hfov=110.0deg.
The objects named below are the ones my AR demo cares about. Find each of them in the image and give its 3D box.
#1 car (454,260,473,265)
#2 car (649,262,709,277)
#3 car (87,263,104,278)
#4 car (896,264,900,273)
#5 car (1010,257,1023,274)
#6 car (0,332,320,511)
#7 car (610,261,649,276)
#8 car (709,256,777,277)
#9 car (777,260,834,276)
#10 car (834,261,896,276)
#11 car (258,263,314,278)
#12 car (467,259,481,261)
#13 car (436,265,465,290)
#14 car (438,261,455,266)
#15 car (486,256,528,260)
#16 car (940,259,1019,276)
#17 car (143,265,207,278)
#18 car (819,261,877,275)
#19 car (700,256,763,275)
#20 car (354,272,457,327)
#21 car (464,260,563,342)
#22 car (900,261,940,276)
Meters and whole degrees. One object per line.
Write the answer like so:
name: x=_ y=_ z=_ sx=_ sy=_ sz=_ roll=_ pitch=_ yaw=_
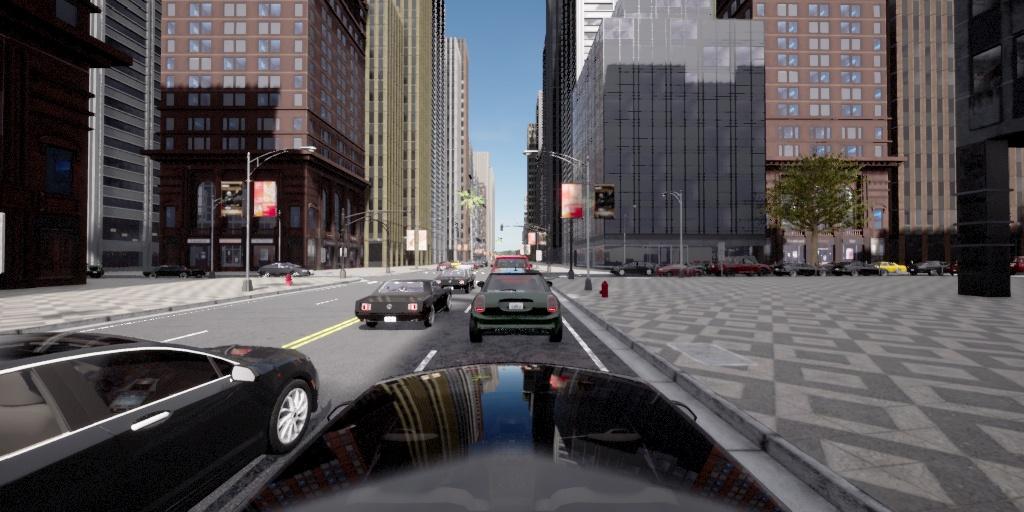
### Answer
car: x=-6.697 y=1.569 z=51.860 sx=1.895 sy=1.301 sz=4.718 roll=0 pitch=0 yaw=0
car: x=15.254 y=1.327 z=32.915 sx=4.207 sy=1.307 sz=1.802 roll=0 pitch=0 yaw=-1
car: x=-43.300 y=1.241 z=34.855 sx=5.566 sy=2.045 sz=2.150 roll=0 pitch=-1 yaw=0
car: x=43.129 y=1.296 z=41.929 sx=4.829 sy=1.417 sz=1.751 roll=0 pitch=0 yaw=-1
car: x=49.080 y=0.973 z=33.508 sx=5.009 sy=1.841 sz=2.192 roll=0 pitch=0 yaw=-1
car: x=-3.151 y=1.255 z=2.224 sx=1.837 sy=1.490 sz=4.892 roll=0 pitch=0 yaw=0
car: x=13.031 y=1.326 z=38.652 sx=4.892 sy=1.490 sz=1.837 roll=0 pitch=-1 yaw=-1
car: x=20.892 y=1.041 z=33.014 sx=5.009 sy=1.841 sz=2.192 roll=0 pitch=0 yaw=-1
car: x=26.529 y=1.276 z=33.112 sx=4.313 sy=1.339 sz=1.948 roll=0 pitch=0 yaw=-1
car: x=32.166 y=1.260 z=33.211 sx=4.313 sy=1.339 sz=1.948 roll=0 pitch=0 yaw=-1
car: x=-21.908 y=1.415 z=34.871 sx=4.902 sy=1.511 sz=2.128 roll=0 pitch=-1 yaw=0
car: x=-6.695 y=1.633 z=61.024 sx=1.895 sy=1.301 sz=4.718 roll=0 pitch=0 yaw=0
car: x=-3.189 y=1.387 z=20.713 sx=1.895 sy=1.301 sz=4.718 roll=0 pitch=0 yaw=0
car: x=-9.942 y=1.503 z=53.115 sx=1.812 sy=1.442 sz=4.674 roll=0 pitch=0 yaw=-3
car: x=-0.036 y=1.003 z=19.417 sx=2.150 sy=2.045 sz=5.566 roll=0 pitch=0 yaw=0
car: x=43.442 y=1.214 z=33.409 sx=4.507 sy=1.381 sz=1.888 roll=0 pitch=0 yaw=-1
car: x=-32.659 y=1.572 z=34.860 sx=4.718 sy=1.301 sz=1.895 roll=0 pitch=-1 yaw=0
car: x=36.504 y=1.278 z=39.046 sx=4.674 sy=1.442 sz=1.812 roll=0 pitch=-1 yaw=0
car: x=23.661 y=1.008 z=38.852 sx=5.566 sy=2.045 sz=2.150 roll=0 pitch=-1 yaw=-2
car: x=-3.167 y=1.361 z=11.544 sx=1.895 sy=1.301 sz=4.718 roll=0 pitch=0 yaw=0
car: x=0.081 y=1.108 z=9.897 sx=2.097 sy=1.767 sz=4.553 roll=0 pitch=0 yaw=0
car: x=42.522 y=1.228 z=36.025 sx=4.674 sy=1.442 sz=1.812 roll=0 pitch=-1 yaw=-1
